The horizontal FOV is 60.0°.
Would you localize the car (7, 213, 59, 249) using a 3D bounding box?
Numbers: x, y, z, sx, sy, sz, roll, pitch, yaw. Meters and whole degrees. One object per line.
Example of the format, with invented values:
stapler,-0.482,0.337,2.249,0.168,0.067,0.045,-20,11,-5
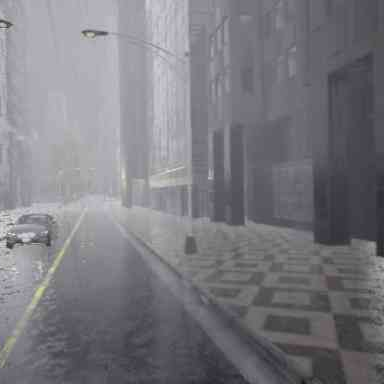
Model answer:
car,-7.836,1.840,16.687,2.128,1.511,4.902,-1,-1,-17
